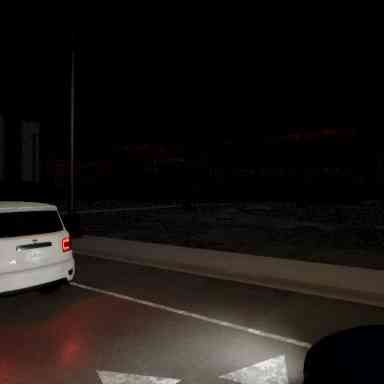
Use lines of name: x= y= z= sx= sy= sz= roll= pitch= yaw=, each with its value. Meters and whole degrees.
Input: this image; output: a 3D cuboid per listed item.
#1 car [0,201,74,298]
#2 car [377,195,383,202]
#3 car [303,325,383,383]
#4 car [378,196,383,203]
car: x=-5.028 y=1.220 z=7.571 sx=5.566 sy=2.045 sz=2.150 roll=0 pitch=0 yaw=35
car: x=39.923 y=1.369 z=67.954 sx=1.853 sy=1.218 sz=4.536 roll=1 pitch=1 yaw=6
car: x=3.010 y=1.516 z=1.840 sx=4.674 sy=1.442 sz=1.812 roll=0 pitch=0 yaw=35
car: x=39.917 y=1.527 z=67.905 sx=2.038 sy=1.542 sz=4.974 roll=1 pitch=1 yaw=6
